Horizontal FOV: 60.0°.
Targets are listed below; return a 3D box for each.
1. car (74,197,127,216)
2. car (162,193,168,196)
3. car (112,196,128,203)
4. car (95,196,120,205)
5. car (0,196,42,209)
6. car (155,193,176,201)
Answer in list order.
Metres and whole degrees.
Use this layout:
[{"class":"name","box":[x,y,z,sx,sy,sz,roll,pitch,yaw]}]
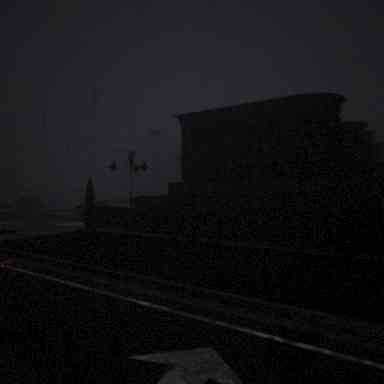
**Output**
[{"class":"car","box":[-8.763,1.509,31.190,1.812,1.442,4.674,0,0,37]},{"class":"car","box":[-3.917,1.048,69.308,2.150,2.045,5.566,0,0,36]},{"class":"car","box":[-13.200,1.448,56.689,1.882,1.535,5.008,0,0,36]},{"class":"car","box":[-15.171,1.532,59.893,1.994,1.385,4.181,0,0,36]},{"class":"car","box":[-22.422,1.325,44.077,2.097,1.767,4.553,0,0,36]},{"class":"car","box":[-5.753,1.006,72.731,2.097,1.767,4.553,0,0,36]}]
